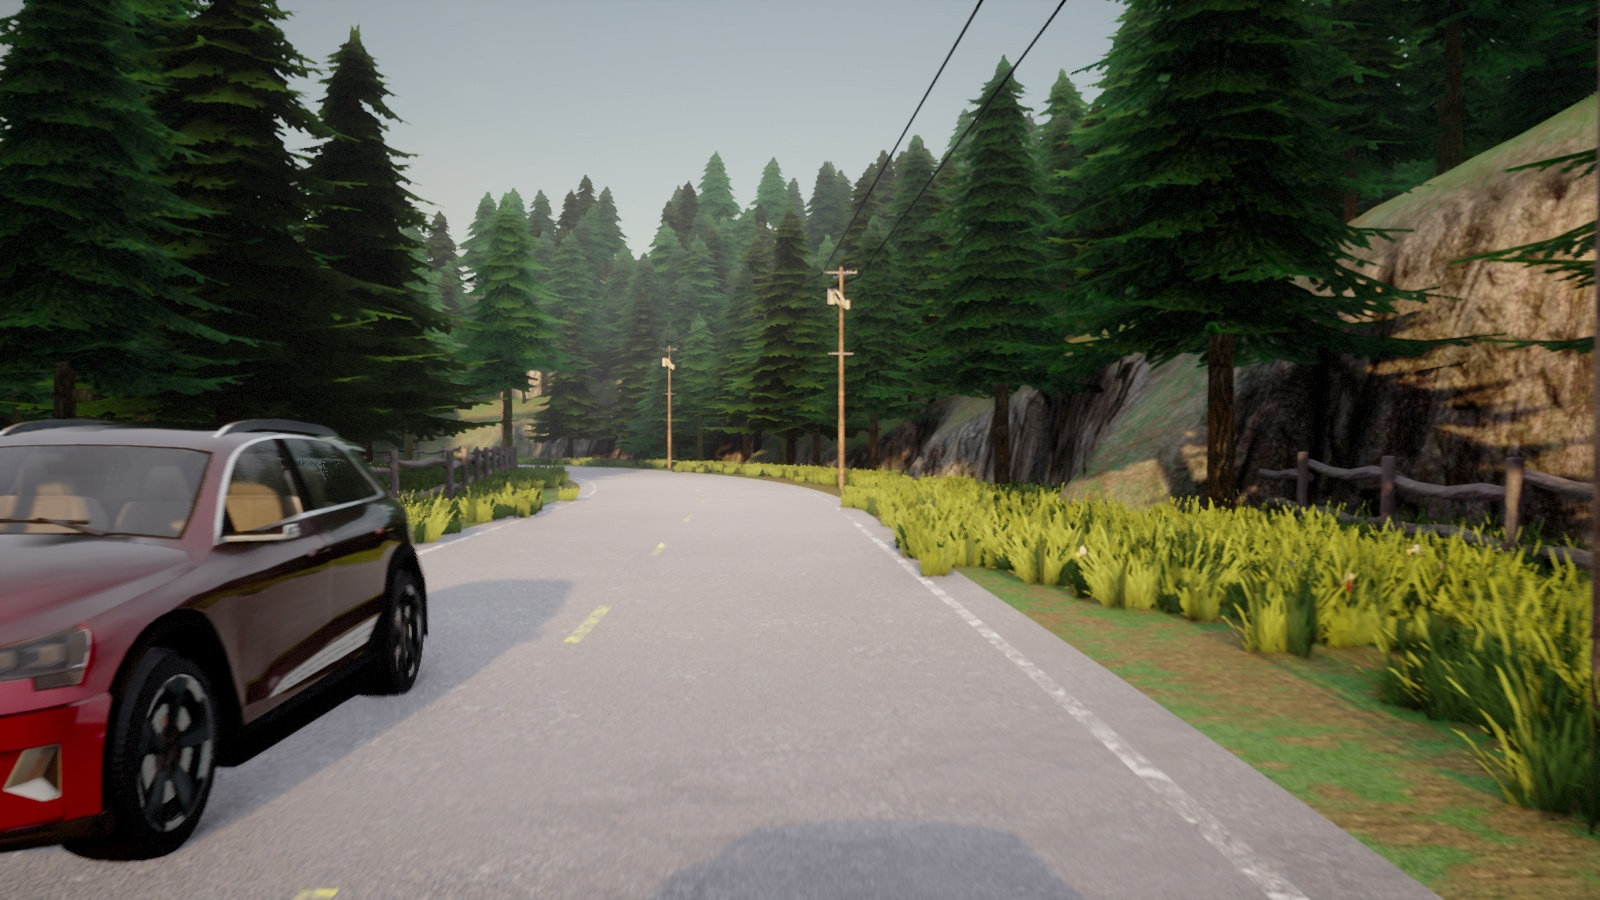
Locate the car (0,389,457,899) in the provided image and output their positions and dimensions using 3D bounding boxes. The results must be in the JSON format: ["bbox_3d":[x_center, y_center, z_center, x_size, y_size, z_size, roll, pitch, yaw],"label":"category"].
[{"bbox_3d":[-3.242,0.641,5.885,2.033,1.649,4.856,0,0,-1],"label":"car"}]
